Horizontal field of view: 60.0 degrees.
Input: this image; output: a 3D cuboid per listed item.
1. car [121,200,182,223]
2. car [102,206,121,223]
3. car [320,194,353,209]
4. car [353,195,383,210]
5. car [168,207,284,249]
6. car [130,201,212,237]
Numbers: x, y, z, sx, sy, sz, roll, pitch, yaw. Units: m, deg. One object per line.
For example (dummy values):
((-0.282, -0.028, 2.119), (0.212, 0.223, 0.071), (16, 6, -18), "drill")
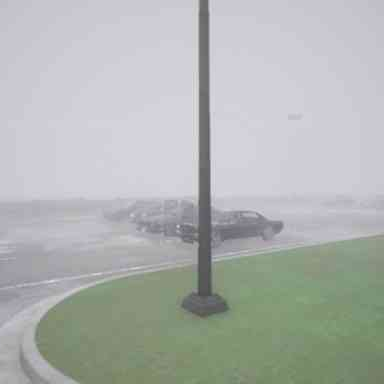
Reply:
((-1.431, 1.263, 20.281), (4.902, 1.511, 2.128), (-1, 1, -35), "car")
((-3.794, 1.275, 22.887), (4.674, 1.442, 1.812), (-1, 1, -35), "car")
((16.247, 1.005, 36.930), (5.008, 1.535, 1.882), (-1, 1, -35), "car")
((19.594, 1.030, 34.994), (4.902, 1.511, 2.128), (-1, 1, -35), "car")
((1.603, 1.435, 13.860), (4.718, 1.301, 1.895), (-1, 1, -35), "car")
((-0.102, 1.353, 16.939), (5.357, 1.411, 2.033), (-1, 1, -35), "car")
